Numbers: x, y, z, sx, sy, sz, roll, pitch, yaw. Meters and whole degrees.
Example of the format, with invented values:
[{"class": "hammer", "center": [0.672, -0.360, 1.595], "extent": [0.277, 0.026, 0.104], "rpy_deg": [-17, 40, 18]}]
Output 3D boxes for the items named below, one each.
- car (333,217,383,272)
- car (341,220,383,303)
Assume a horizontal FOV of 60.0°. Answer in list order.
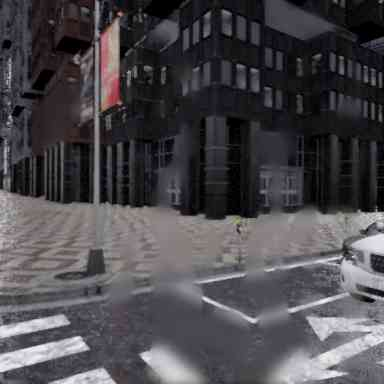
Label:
[{"class": "car", "center": [6.907, 1.606, 11.198], "extent": [4.313, 1.339, 1.947], "rpy_deg": [0, 0, -34]}, {"class": "car", "center": [5.577, 1.258, 7.099], "extent": [5.566, 2.045, 2.150], "rpy_deg": [1, 0, -34]}]
